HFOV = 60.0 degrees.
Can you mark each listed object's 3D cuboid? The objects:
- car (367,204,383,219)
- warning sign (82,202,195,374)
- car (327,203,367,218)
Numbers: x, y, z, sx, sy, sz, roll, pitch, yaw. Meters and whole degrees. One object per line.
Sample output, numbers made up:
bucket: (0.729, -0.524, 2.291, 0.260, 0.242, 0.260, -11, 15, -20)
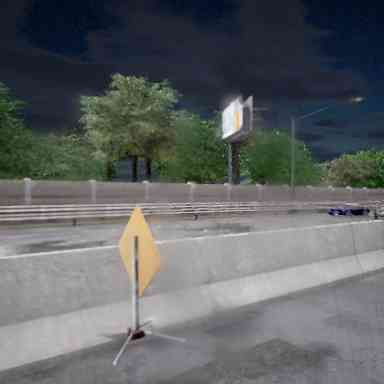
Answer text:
car: (18.123, 1.672, 29.813, 4.892, 1.490, 1.837, 1, 0, -35)
warning sign: (-0.776, 1.116, 4.585, 1.060, 1.860, 1.300, -1, 2, -35)
car: (15.064, 1.757, 31.932, 4.718, 1.301, 1.895, 1, 0, -35)
